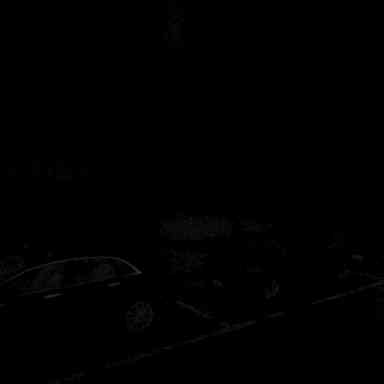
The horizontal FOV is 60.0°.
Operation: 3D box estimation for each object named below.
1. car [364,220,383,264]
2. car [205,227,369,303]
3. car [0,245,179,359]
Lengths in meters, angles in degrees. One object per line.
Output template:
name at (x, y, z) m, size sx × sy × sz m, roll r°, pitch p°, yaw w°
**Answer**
car at (6.955, 1.698, 11.710) m, size 4.313 × 1.339 × 1.947 m, roll 1°, pitch 0°, yaw -35°
car at (2.335, 1.638, 8.418) m, size 4.313 × 1.339 × 1.947 m, roll 1°, pitch 0°, yaw -35°
car at (-2.285, 1.562, 5.126) m, size 4.403 × 1.369 × 2.008 m, roll 1°, pitch 0°, yaw -35°
